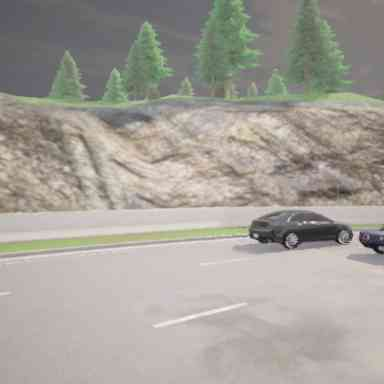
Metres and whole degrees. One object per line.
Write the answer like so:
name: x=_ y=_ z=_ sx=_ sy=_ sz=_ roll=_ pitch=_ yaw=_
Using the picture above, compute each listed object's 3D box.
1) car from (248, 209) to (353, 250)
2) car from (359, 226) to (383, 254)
car: x=4.779 y=1.529 z=14.424 sx=4.892 sy=1.490 sz=1.837 roll=0 pitch=-1 yaw=-25
car: x=8.489 y=1.628 z=11.990 sx=4.718 sy=1.301 sz=1.895 roll=0 pitch=0 yaw=-21
